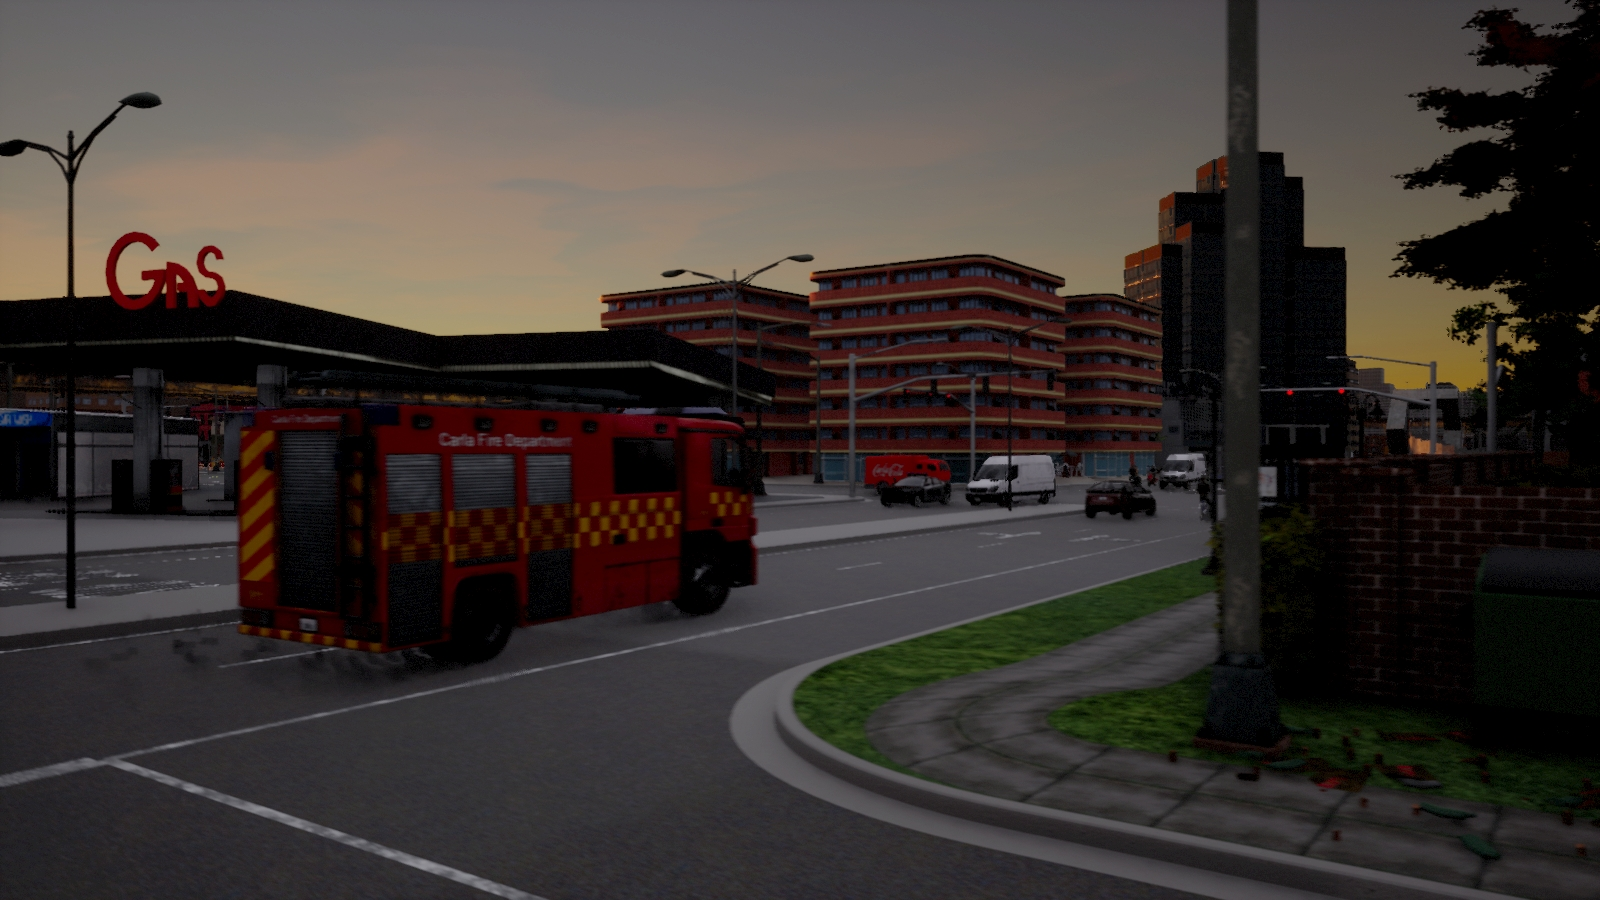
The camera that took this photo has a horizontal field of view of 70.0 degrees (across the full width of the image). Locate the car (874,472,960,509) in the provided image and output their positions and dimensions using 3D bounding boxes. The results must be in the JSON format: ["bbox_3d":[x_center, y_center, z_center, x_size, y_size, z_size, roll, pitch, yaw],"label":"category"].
[{"bbox_3d":[5.907,1.982,56.949,2.097,1.638,5.238,0,0,33],"label":"car"}]

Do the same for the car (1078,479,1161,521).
[{"bbox_3d":[13.357,2.040,47.643,2.007,1.525,4.514,0,0,34],"label":"car"}]

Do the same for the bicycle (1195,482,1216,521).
[{"bbox_3d":[16.246,2.048,45.794,0.329,1.496,1.835,0,0,35],"label":"bicycle"}]

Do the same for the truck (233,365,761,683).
[{"bbox_3d":[-4.144,0.890,18.124,2.891,3.827,8.468,0,0,31],"label":"truck"}]

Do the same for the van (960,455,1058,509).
[{"bbox_3d":[10.593,1.534,57.660,1.988,2.561,5.915,-1,0,43],"label":"van"}]

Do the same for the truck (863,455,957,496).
[{"bbox_3d":[6.846,1.581,71.283,5.204,2.467,2.627,-1,-1,34],"label":"truck"}]
